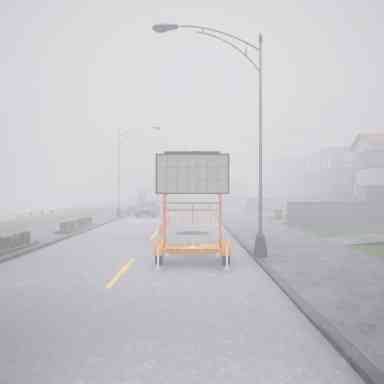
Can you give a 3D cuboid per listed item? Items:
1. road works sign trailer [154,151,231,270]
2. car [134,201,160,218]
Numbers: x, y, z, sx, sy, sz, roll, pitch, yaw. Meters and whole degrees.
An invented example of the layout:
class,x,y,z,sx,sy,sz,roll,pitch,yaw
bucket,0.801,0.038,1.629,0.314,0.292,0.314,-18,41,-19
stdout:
class,x,y,z,sx,sy,sz,roll,pitch,yaw
road works sign trailer,0.016,0.464,10.994,2.380,3.560,2.880,0,0,0
car,-3.954,1.547,30.117,2.033,1.411,5.357,0,0,0
